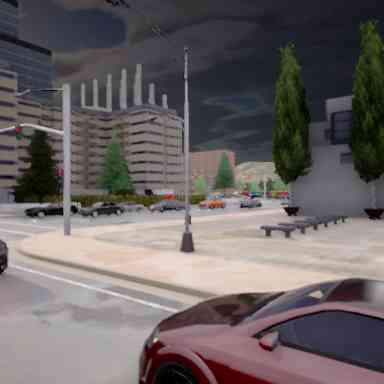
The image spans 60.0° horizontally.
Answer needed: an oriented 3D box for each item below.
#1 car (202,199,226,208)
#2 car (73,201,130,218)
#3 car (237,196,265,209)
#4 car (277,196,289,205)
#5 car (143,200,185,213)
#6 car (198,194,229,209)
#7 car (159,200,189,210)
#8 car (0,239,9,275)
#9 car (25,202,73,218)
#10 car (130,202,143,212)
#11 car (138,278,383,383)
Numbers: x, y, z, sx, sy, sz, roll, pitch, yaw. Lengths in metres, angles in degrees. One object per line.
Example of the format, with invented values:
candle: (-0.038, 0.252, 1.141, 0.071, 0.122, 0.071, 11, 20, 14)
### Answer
car: (3.683, 1.833, 55.337, 1.994, 1.385, 4.181, -1, 0, 39)
car: (-9.058, 1.727, 33.540, 1.837, 1.490, 4.892, -1, 0, 38)
car: (9.061, 1.780, 50.588, 1.994, 1.385, 4.181, -1, 0, 38)
car: (18.217, 1.830, 62.230, 1.895, 1.301, 4.718, -1, 0, 38)
car: (-3.240, 1.722, 40.934, 2.128, 1.511, 4.902, -1, 0, 38)
car: (2.883, 1.591, 48.697, 2.097, 1.767, 4.553, -1, 0, 38)
car: (-2.513, 1.825, 47.508, 1.994, 1.385, 4.181, -1, 0, 38)
car: (-7.030, 1.592, 9.560, 4.892, 1.490, 1.837, 0, 0, 39)
car: (-13.900, 1.723, 33.046, 1.882, 1.535, 5.008, -1, 0, 38)
car: (-8.125, 1.854, 40.385, 1.895, 1.301, 4.718, -1, 0, 38)
car: (1.464, 1.572, 3.126, 4.181, 1.385, 1.994, -1, 0, 37)
